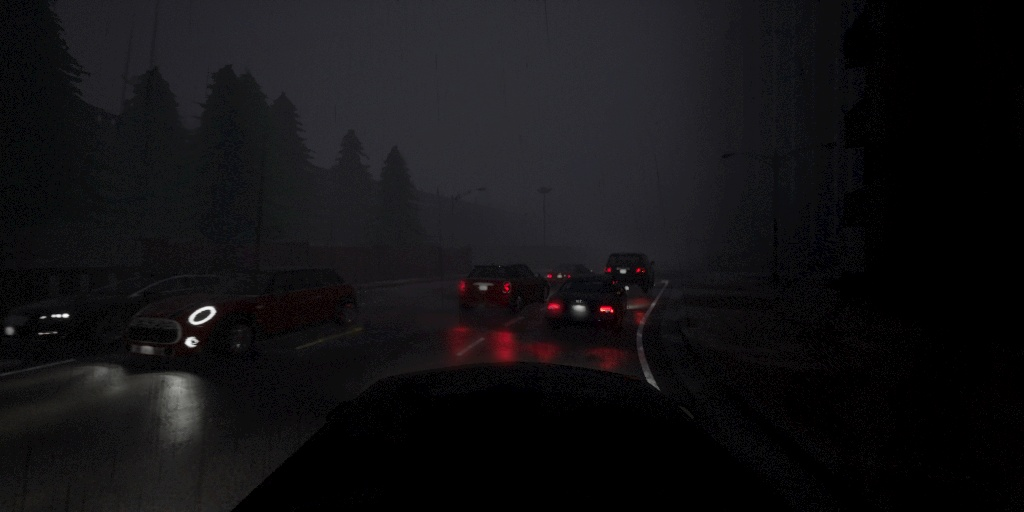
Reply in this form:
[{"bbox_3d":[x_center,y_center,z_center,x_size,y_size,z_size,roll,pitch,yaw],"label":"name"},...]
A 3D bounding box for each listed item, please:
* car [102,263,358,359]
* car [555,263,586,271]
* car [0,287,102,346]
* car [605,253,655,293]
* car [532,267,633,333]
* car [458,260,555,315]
[{"bbox_3d":[-5.866,1.056,8.505,2.097,1.767,4.553,0,0,15],"label":"car"},{"bbox_3d":[3.705,1.149,22.016,2.033,1.411,5.357,0,0,26],"label":"car"},{"bbox_3d":[-9.230,1.190,9.408,2.128,1.511,4.902,0,0,15],"label":"car"},{"bbox_3d":[6.596,0.837,19.961,2.150,2.045,5.566,0,0,26],"label":"car"},{"bbox_3d":[2.381,1.232,10.612,2.033,1.411,5.357,0,0,19],"label":"car"},{"bbox_3d":[-0.121,1.019,13.467,2.097,1.767,4.553,0,1,22],"label":"car"}]
